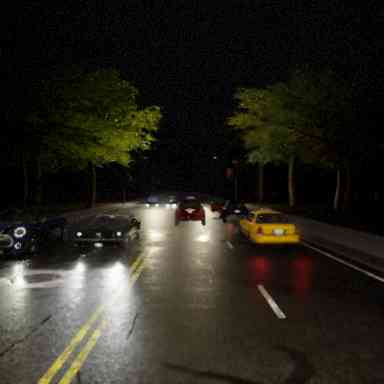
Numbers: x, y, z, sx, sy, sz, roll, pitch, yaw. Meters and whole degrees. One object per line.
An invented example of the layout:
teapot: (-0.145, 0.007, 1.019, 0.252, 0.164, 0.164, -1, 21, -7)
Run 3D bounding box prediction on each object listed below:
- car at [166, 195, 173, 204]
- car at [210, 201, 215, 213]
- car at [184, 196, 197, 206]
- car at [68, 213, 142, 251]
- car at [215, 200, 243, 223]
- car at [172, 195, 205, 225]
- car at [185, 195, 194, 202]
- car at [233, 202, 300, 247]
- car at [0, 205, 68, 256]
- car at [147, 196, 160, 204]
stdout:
car: (-3.616, 1.388, 60.118, 2.128, 1.511, 4.902, 0, 0, -1)
car: (3.112, 1.539, 36.780, 1.994, 1.385, 4.181, 0, 0, 0)
car: (-0.240, 1.459, 55.736, 2.033, 1.411, 5.357, 0, 0, 0)
car: (-3.373, 1.604, 14.207, 1.895, 1.301, 4.718, 0, 0, 0)
car: (3.181, 1.423, 25.769, 2.033, 1.649, 4.856, 0, 0, 0)
car: (-0.123, 1.346, 24.427, 2.097, 1.767, 4.553, 0, 0, 0)
car: (-0.552, 1.329, 74.078, 2.033, 1.411, 5.357, 0, 0, -1)
car: (3.227, 1.459, 14.948, 1.801, 1.575, 5.366, 0, 0, 0)
car: (-6.621, 1.356, 13.145, 2.097, 1.767, 4.553, 0, 0, 0)
car: (-6.865, 1.371, 59.837, 1.882, 1.535, 5.008, 0, 0, -1)
